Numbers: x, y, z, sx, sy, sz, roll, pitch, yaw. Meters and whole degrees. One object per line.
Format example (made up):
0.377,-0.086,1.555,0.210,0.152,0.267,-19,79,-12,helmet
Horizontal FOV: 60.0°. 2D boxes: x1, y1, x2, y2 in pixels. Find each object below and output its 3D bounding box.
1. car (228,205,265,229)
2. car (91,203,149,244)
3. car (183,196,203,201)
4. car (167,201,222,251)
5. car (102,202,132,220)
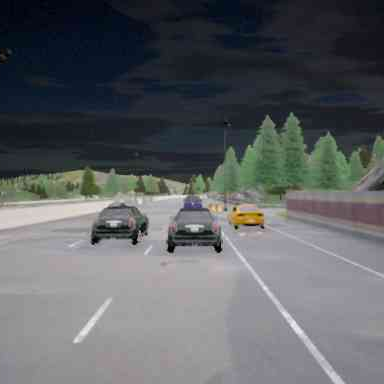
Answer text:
3.604,1.613,22.689,1.882,1.535,5.008,0,-1,0,car
-3.398,1.451,16.554,2.097,1.767,4.553,0,0,0,car
0.107,1.461,39.924,2.150,2.045,5.566,0,0,0,car
0.101,1.439,14.607,2.097,1.767,4.553,0,0,0,car
-6.893,1.712,31.097,1.812,1.442,4.674,0,0,0,car
